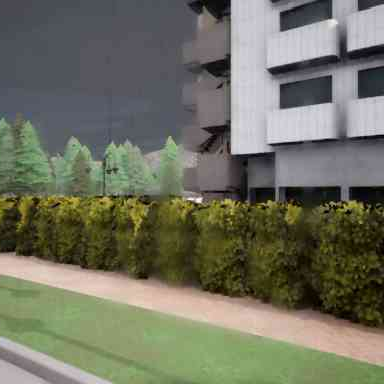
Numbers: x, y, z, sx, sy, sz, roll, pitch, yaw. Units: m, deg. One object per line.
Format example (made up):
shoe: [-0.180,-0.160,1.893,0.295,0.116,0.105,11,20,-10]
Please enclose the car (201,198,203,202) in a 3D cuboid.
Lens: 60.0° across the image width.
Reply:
car: [3.295,1.222,41.541,2.150,2.045,5.566,0,0,35]
